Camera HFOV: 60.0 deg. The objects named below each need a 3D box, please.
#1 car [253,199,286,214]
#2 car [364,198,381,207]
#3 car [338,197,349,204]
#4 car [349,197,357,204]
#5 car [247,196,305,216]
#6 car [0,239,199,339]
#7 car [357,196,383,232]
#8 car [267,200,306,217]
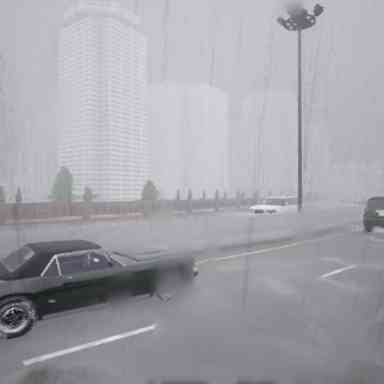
[{"bbox_3d":[9.053,1.590,38.666,1.882,1.535,5.008,0,0,36],"label":"car"},{"bbox_3d":[30.495,1.724,56.116,1.895,1.301,4.718,0,0,37],"label":"car"},{"bbox_3d":[32.776,1.707,71.127,2.033,1.411,5.357,0,0,36],"label":"car"},{"bbox_3d":[33.159,1.675,65.701,2.128,1.511,4.902,0,0,36],"label":"car"},{"bbox_3d":[6.202,1.292,23.998,2.150,2.045,5.566,0,0,42],"label":"car"},{"bbox_3d":[-2.187,1.630,6.654,4.718,1.301,1.895,0,0,-37],"label":"car"},{"bbox_3d":[11.781,1.263,19.455,2.150,2.045,5.566,0,0,42],"label":"car"},{"bbox_3d":[9.643,1.585,33.613,2.128,1.511,4.902,0,0,37],"label":"car"}]
